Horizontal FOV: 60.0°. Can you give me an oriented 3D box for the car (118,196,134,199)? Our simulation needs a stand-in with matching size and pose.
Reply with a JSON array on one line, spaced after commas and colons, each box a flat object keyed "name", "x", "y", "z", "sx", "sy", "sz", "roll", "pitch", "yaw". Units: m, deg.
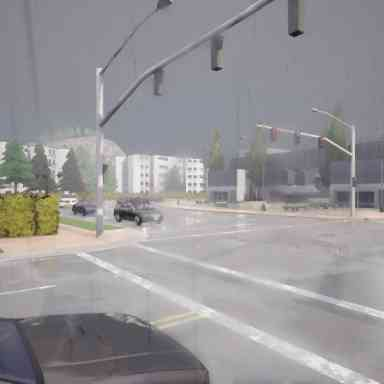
[{"name": "car", "x": -12.079, "y": 1.492, "z": 58.840, "sx": 2.128, "sy": 1.511, "sz": 4.902, "roll": 0, "pitch": 0, "yaw": -4}]

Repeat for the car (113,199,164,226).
[{"name": "car", "x": -3.903, "y": 1.492, "z": 23.810, "sx": 2.128, "sy": 1.511, "sz": 4.902, "roll": 0, "pitch": 0, "yaw": -39}]

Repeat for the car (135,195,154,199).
[{"name": "car", "x": -8.650, "y": 1.505, "z": 61.156, "sx": 1.837, "sy": 1.490, "sz": 4.892, "roll": 0, "pitch": 0, "yaw": -1}]

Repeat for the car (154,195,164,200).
[{"name": "car", "x": -7.556, "y": 1.354, "z": 70.921, "sx": 2.097, "sy": 1.767, "sz": 4.553, "roll": 0, "pitch": 0, "yaw": 17}]

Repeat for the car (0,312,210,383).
[{"name": "car", "x": -2.380, "y": 1.547, "z": 2.067, "sx": 5.357, "sy": 1.411, "sz": 2.033, "roll": 0, "pitch": 0, "yaw": -35}]

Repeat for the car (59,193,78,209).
[{"name": "car", "x": -17.013, "y": 1.218, "z": 45.852, "sx": 2.150, "sy": 2.045, "sz": 5.566, "roll": 0, "pitch": 0, "yaw": -17}]

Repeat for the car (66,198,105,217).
[{"name": "car", "x": -10.163, "y": 1.547, "z": 32.202, "sx": 2.033, "sy": 1.411, "sz": 5.357, "roll": 0, "pitch": 0, "yaw": -35}]
